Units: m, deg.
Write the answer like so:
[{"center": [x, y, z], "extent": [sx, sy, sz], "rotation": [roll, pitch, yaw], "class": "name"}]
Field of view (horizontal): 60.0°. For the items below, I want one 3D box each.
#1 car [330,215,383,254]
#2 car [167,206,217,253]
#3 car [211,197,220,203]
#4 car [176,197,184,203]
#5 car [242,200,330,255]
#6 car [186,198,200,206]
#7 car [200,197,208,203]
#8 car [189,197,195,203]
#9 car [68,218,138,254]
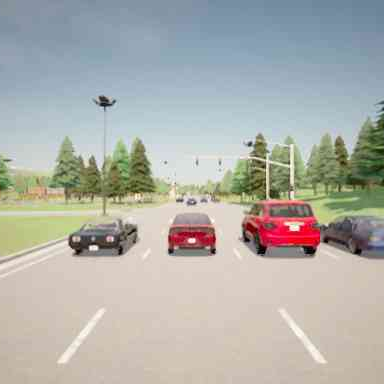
[{"center": [6.998, 1.680, 13.992], "extent": [2.033, 1.411, 5.357], "rotation": [0, -1, 0], "class": "car"}, {"center": [0.004, 1.615, 14.486], "extent": [1.882, 1.535, 5.008], "rotation": [0, 0, 0], "class": "car"}, {"center": [6.979, 2.390, 94.772], "extent": [2.128, 1.511, 4.902], "rotation": [0, -1, 0], "class": "car"}, {"center": [-3.521, 2.343, 94.770], "extent": [1.882, 1.535, 5.008], "rotation": [0, -1, 0], "class": "car"}, {"center": [3.499, 1.350, 14.035], "extent": [2.150, 2.045, 5.566], "rotation": [0, 0, 0], "class": "car"}, {"center": [-0.014, 1.970, 65.380], "extent": [2.097, 1.767, 4.553], "rotation": [0, -1, 0], "class": "car"}, {"center": [3.479, 2.411, 95.187], "extent": [1.812, 1.442, 4.674], "rotation": [0, -1, 0], "class": "car"}, {"center": [-0.021, 2.343, 94.771], "extent": [1.882, 1.535, 5.008], "rotation": [0, -1, 0], "class": "car"}, {"center": [-3.501, 1.735, 14.106], "extent": [1.895, 1.301, 4.718], "rotation": [0, 0, 0], "class": "car"}]
